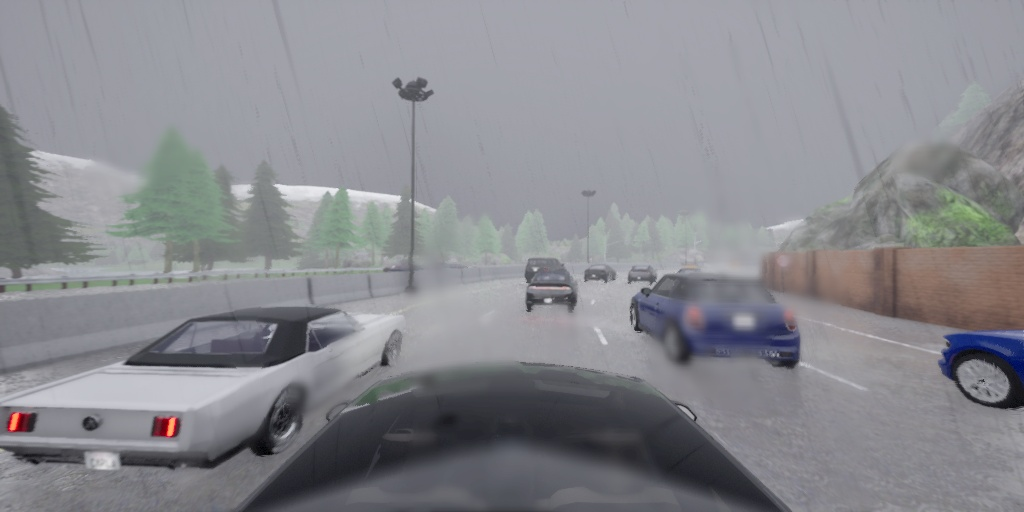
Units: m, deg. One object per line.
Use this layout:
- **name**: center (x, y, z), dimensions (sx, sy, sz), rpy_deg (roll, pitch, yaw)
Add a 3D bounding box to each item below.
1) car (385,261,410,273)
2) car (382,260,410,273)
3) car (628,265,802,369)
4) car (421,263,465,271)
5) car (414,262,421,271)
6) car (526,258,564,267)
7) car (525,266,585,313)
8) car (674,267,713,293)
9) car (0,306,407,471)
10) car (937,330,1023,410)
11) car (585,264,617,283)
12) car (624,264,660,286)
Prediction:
- **car**: center (-11.421, 1.544, 40.041), dimensions (1.895, 1.301, 4.718), rpy_deg (0, 0, 27)
- **car**: center (-13.446, 1.308, 43.555), dimensions (2.097, 1.767, 4.553), rpy_deg (0, 0, 29)
- **car**: center (4.208, 1.168, 8.273), dimensions (2.097, 1.767, 4.553), rpy_deg (0, 0, 6)
- **car**: center (-6.136, 1.487, 35.134), dimensions (2.033, 1.411, 5.357), rpy_deg (0, 0, 26)
- **car**: center (-8.277, 1.455, 38.412), dimensions (1.837, 1.490, 4.892), rpy_deg (0, -1, 27)
- **car**: center (2.859, 1.169, 29.138), dimensions (2.150, 2.045, 5.566), rpy_deg (0, 0, 24)
- **car**: center (1.755, 1.338, 14.674), dimensions (2.128, 1.511, 4.902), rpy_deg (0, 0, 12)
- **car**: center (11.967, 1.510, 23.990), dimensions (2.033, 1.411, 5.357), rpy_deg (0, 0, 24)
- **car**: center (-3.120, 1.356, 5.067), dimensions (1.895, 1.301, 4.718), rpy_deg (0, 0, 3)
- **car**: center (7.255, 1.277, 3.226), dimensions (1.882, 1.535, 5.008), rpy_deg (0, 0, 2)
- **car**: center (7.699, 1.464, 30.979), dimensions (1.882, 1.535, 5.008), rpy_deg (0, -1, 27)
- **car**: center (10.691, 1.482, 29.188), dimensions (2.128, 1.511, 4.902), rpy_deg (0, 0, 27)
